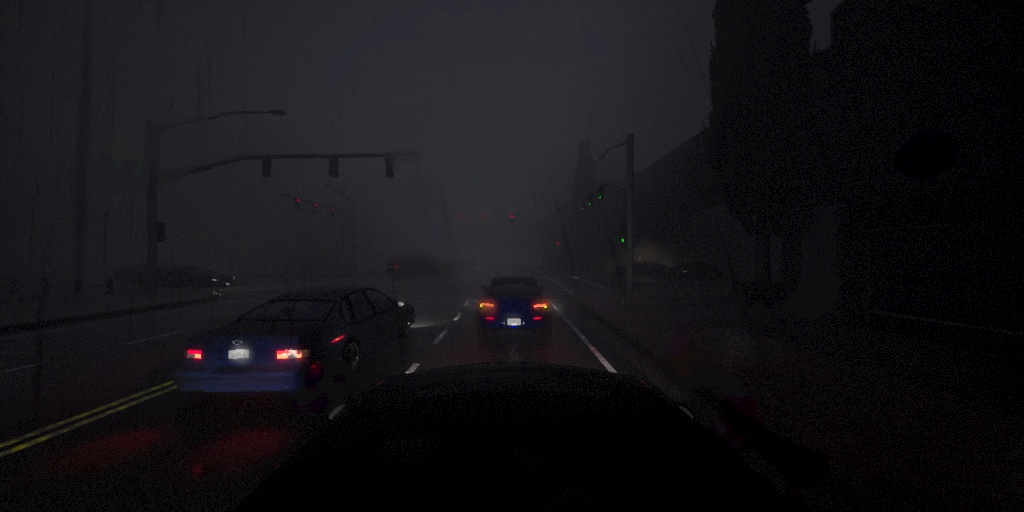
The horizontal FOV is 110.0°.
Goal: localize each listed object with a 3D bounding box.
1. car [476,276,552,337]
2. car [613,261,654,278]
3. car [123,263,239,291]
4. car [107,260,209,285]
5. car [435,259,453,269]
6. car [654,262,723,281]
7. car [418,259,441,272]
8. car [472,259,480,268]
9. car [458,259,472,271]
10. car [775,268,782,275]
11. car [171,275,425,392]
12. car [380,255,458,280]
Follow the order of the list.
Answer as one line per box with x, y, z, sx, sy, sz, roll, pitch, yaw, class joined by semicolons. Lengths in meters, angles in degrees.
0.058;1.276;10.161;1.812;1.442;4.674;0;0;0;car
11.895;1.241;33.342;4.902;1.511;2.128;0;0;0;car
-19.688;1.297;21.650;5.357;1.411;2.033;0;0;3;car
-24.883;1.227;25.297;5.008;1.535;1.882;0;0;0;car
-10.617;1.254;56.571;1.837;1.490;4.892;0;0;1;car
14.827;1.255;29.836;4.892;1.490;1.837;0;0;0;car
-10.803;1.228;47.233;1.882;1.535;5.008;0;0;1;car
-7.035;1.228;59.744;1.882;1.535;5.008;0;0;2;car
-7.270;1.241;49.284;2.128;1.511;4.902;0;0;1;car
27.657;1.297;33.309;5.357;1.411;2.033;0;0;0;car
-3.449;1.297;7.060;2.033;1.411;5.357;0;0;0;car
-7.538;0.971;29.561;2.150;2.045;5.566;1;1;44;car
